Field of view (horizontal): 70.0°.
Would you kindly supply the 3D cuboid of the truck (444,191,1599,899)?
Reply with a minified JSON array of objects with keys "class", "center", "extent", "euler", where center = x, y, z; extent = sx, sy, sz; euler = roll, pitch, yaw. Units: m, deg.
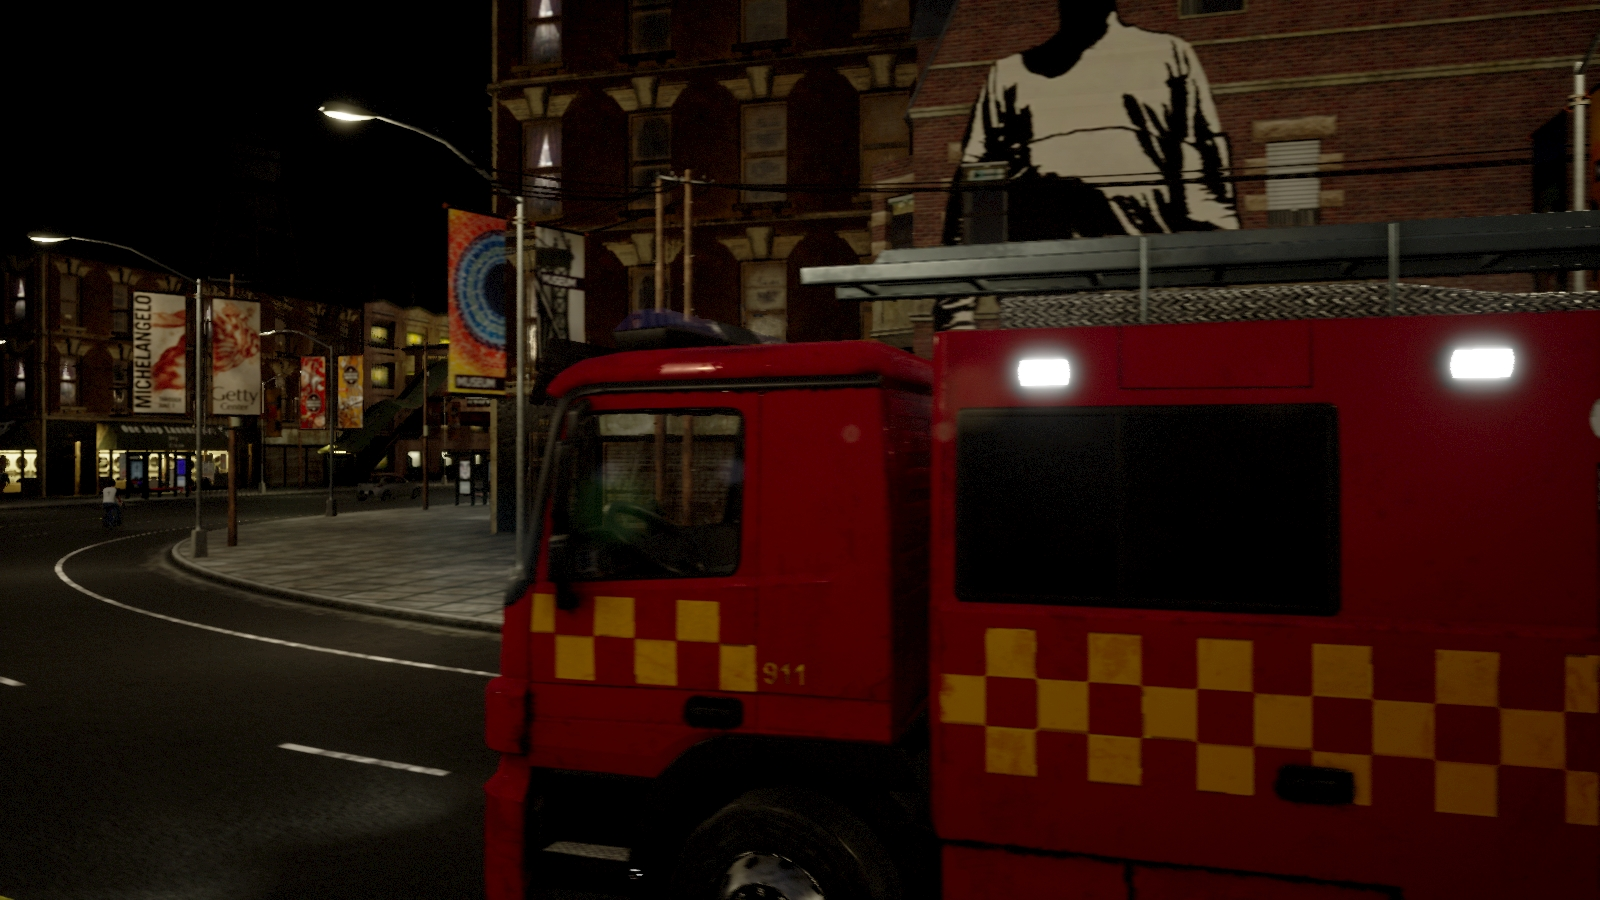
[{"class":"truck","center":[2.557,0.896,6.200],"extent":[8.468,3.827,2.891],"euler":[0,0,18]}]
